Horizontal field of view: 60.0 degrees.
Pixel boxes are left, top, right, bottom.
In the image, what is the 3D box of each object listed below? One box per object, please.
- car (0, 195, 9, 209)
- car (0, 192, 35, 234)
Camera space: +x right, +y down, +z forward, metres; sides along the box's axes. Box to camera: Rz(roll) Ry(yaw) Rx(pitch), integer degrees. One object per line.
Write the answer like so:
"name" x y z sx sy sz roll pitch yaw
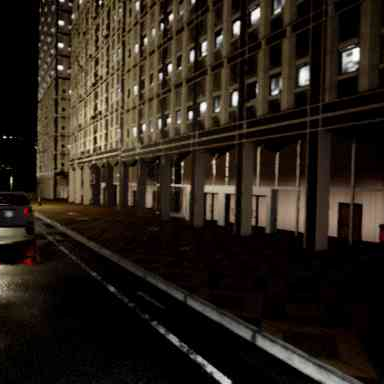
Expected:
"car" -21.136 1.049 36.118 1.994 1.385 4.181 1 0 -31
"car" -9.477 0.991 17.063 2.150 2.045 5.566 1 1 -31
